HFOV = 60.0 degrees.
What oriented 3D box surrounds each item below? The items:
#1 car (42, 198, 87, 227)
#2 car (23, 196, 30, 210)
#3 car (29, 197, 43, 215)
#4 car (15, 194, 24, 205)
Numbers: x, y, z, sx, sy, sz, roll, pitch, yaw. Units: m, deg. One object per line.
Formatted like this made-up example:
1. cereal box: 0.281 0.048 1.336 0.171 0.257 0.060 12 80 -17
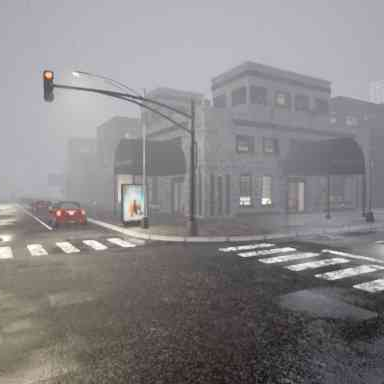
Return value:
1. car: -8.117 1.285 21.383 1.967 1.590 4.097 -1 1 -30
2. car: -16.764 1.325 36.126 2.008 1.369 4.403 -1 1 -30
3. car: -13.881 1.380 31.212 1.802 1.307 4.206 -1 1 -30
4. car: -25.412 1.260 50.866 2.008 1.369 4.403 -1 1 -30
